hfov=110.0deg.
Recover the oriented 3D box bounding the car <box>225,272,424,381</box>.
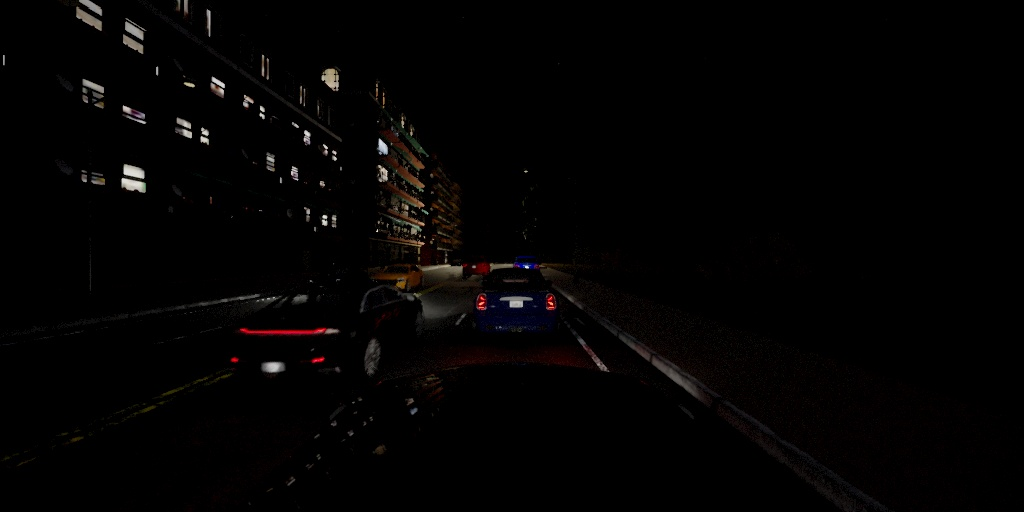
[{"bbox_3d":[-3.149,1.244,7.156,2.128,1.511,4.902,0,0,0],"label":"car"}]

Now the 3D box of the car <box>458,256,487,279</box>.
[{"bbox_3d":[-3.136,0.977,32.357,2.150,2.045,5.566,0,0,0],"label":"car"}]

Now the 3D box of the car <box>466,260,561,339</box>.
[{"bbox_3d":[0.103,1.104,10.194,2.097,1.767,4.553,0,0,0],"label":"car"}]

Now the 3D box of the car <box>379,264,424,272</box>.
[{"bbox_3d":[-6.592,1.231,21.263,1.882,1.535,5.008,0,0,0],"label":"car"}]

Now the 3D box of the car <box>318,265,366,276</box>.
[{"bbox_3d":[-9.842,1.279,20.807,1.812,1.442,4.674,0,0,0],"label":"car"}]

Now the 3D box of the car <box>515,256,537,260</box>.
[{"bbox_3d":[1.151,0.979,30.148,2.150,2.045,5.566,0,0,0],"label":"car"}]

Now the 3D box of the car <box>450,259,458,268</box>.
[{"bbox_3d":[-9.777,1.229,63.730,1.882,1.535,5.008,0,0,0],"label":"car"}]
